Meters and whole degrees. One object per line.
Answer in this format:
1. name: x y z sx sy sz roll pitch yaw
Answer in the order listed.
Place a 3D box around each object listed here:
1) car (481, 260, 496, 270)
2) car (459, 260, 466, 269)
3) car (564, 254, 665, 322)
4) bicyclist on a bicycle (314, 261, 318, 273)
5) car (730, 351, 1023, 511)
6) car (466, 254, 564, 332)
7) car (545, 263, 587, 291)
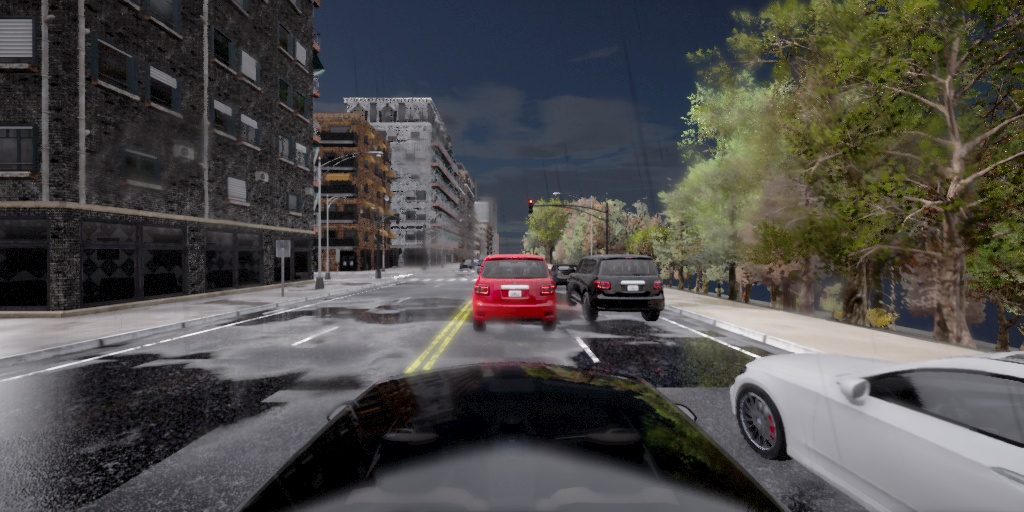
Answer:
1. car: -3.559 1.333 55.134 1.994 1.385 4.181 0 0 0
2. car: -6.778 1.273 54.720 1.837 1.490 4.892 0 0 2
3. car: 3.306 0.972 12.496 2.150 2.045 5.566 0 0 0
4. bicyclist on a bicycle: -25.056 1.341 45.388 0.582 1.620 1.656 -1 0 -1
5. car: 3.348 1.276 2.029 1.812 1.442 4.674 0 0 0
6. car: 0.062 0.972 11.057 2.150 2.045 5.566 0 0 0
7. car: 3.278 1.258 22.808 1.837 1.490 4.892 0 0 -2
